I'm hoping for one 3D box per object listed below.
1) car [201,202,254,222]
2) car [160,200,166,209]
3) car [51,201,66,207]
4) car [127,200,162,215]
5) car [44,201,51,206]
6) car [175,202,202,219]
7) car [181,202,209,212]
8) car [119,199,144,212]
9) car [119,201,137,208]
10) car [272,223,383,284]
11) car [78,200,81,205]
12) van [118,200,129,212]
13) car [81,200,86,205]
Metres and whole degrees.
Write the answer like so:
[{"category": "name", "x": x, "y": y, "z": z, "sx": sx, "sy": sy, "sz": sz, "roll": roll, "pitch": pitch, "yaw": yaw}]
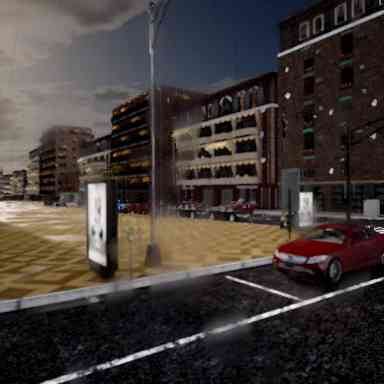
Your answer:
[{"category": "car", "x": 3.208, "y": 1.881, "z": 29.367, "sx": 2.008, "sy": 1.369, "sz": 4.403, "roll": -2, "pitch": 0, "yaw": -36}, {"category": "car", "x": -6.220, "y": 2.110, "z": 56.918, "sx": 1.967, "sy": 1.590, "sz": 4.097, "roll": -2, "pitch": 0, "yaw": -36}, {"category": "car", "x": -29.333, "y": 2.698, "z": 74.563, "sx": 2.008, "sy": 1.369, "sz": 4.403, "roll": -2, "pitch": 0, "yaw": -36}, {"category": "car", "x": -6.133, "y": 2.109, "z": 42.355, "sx": 1.887, "sy": 1.381, "sz": 4.507, "roll": -2, "pitch": 0, "yaw": -36}, {"category": "car", "x": -35.863, "y": 2.857, "z": 83.587, "sx": 1.887, "sy": 1.381, "sz": 4.507, "roll": -2, "pitch": 0, "yaw": -36}, {"category": "car", "x": -0.057, "y": 1.962, "z": 33.879, "sx": 2.008, "sy": 1.369, "sz": 4.403, "roll": -2, "pitch": 0, "yaw": -36}, {"category": "car", "x": 0.372, "y": 2.088, "z": 47.938, "sx": 1.802, "sy": 1.307, "sz": 4.206, "roll": -2, "pitch": 0, "yaw": -36}, {"category": "car", "x": -9.419, "y": 2.031, "z": 51.568, "sx": 2.097, "sy": 1.767, "sz": 4.553, "roll": -1, "pitch": 0, "yaw": -35}, {"category": "car", "x": -12.750, "y": 2.416, "z": 65.939, "sx": 1.802, "sy": 1.307, "sz": 4.206, "roll": -2, "pitch": 0, "yaw": -36}, {"category": "car", "x": 4.146, "y": 1.578, "z": 9.521, "sx": 4.206, "sy": 1.307, "sz": 1.802, "roll": 0, "pitch": 0, "yaw": -35}, {"category": "car", "x": -29.073, "y": 2.790, "z": 88.499, "sx": 1.887, "sy": 1.381, "sz": 4.507, "roll": -2, "pitch": 0, "yaw": -36}, {"category": "van", "x": -11.052, "y": 2.029, "z": 49.242, "sx": 1.690, "sy": 1.788, "sz": 3.998, "roll": -2, "pitch": 0, "yaw": -36}, {"category": "car", "x": -25.808, "y": 2.728, "z": 83.987, "sx": 1.947, "sy": 1.339, "sz": 4.313, "roll": -2, "pitch": 0, "yaw": -36}]
